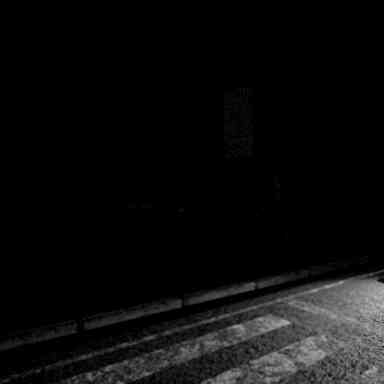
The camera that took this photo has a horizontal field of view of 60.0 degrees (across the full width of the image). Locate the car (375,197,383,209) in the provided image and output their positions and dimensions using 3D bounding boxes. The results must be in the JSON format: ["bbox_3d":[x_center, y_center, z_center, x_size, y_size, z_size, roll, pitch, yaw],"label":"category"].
[{"bbox_3d":[21.327,1.385,41.637,2.231,1.521,4.892,0,0,-35],"label":"car"}]

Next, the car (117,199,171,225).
[{"bbox_3d":[-3.767,1.464,23.809,2.002,1.452,4.674,0,0,-36],"label":"car"}]

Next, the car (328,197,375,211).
[{"bbox_3d":[18.652,1.428,39.745,2.002,1.452,4.674,0,0,-35],"label":"car"}]

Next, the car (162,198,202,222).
[{"bbox_3d":[-1.223,1.292,25.701,2.185,1.767,4.553,0,0,-36],"label":"car"}]
